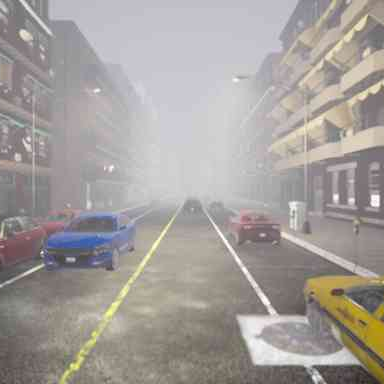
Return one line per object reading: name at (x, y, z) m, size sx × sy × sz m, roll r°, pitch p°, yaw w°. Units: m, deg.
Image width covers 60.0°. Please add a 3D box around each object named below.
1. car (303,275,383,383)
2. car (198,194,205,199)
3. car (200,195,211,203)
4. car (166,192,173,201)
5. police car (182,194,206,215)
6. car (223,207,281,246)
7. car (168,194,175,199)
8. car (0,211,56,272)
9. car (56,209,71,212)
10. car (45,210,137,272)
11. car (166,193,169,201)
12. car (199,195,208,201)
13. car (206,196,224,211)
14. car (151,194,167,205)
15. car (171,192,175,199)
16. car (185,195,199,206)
car at (2.689, 1.512, 3.768) m, size 1.752 × 1.417 × 4.829 m, roll 0°, pitch 0°, yaw 0°
car at (2.639, 1.242, 93.778) m, size 1.802 × 1.307 × 4.206 m, roll 0°, pitch 0°, yaw 0°
car at (2.655, 1.330, 65.596) m, size 1.947 × 1.339 × 4.313 m, roll 0°, pitch 0°, yaw 0°
car at (-5.729, 1.287, 71.232) m, size 1.887 × 1.381 × 4.507 m, roll 0°, pitch 0°, yaw 0°
police car at (0.062, 1.312, 31.823) m, size 1.930 × 1.638 × 5.238 m, roll 0°, pitch 0°, yaw 0°
car at (2.683, 1.492, 14.871) m, size 1.887 × 1.381 × 4.507 m, roll 0°, pitch 0°, yaw 0°
car at (-5.741, 1.186, 93.606) m, size 1.752 × 1.417 × 4.829 m, roll 0°, pitch 0°, yaw 0°
car at (-5.694, 1.407, 9.233) m, size 1.967 × 1.590 × 4.097 m, roll 0°, pitch 0°, yaw 0°
car at (-5.697, 1.492, 14.871) m, size 1.887 × 1.381 × 4.507 m, roll 0°, pitch 0°, yaw 0°
car at (-3.048, 1.439, 10.922) m, size 1.882 × 1.535 × 5.008 m, roll 0°, pitch 0°, yaw 1°
car at (-5.723, 1.335, 59.960) m, size 2.008 × 1.369 × 4.403 m, roll 0°, pitch 0°, yaw 0°
car at (2.648, 1.304, 76.869) m, size 1.802 × 1.307 × 4.206 m, roll 0°, pitch 0°, yaw 0°
car at (2.671, 1.418, 37.415) m, size 2.008 × 1.369 × 4.403 m, roll 0°, pitch 0°, yaw 0°
car at (-5.719, 1.356, 54.323) m, size 2.008 × 1.369 × 4.403 m, roll 0°, pitch 0°, yaw 0°
car at (-5.734, 1.016, 82.504) m, size 2.192 × 1.841 × 5.009 m, roll 0°, pitch 0°, yaw 0°
car at (-0.027, 1.317, 52.204) m, size 2.163 × 1.488 × 4.792 m, roll 0°, pitch 0°, yaw 0°
